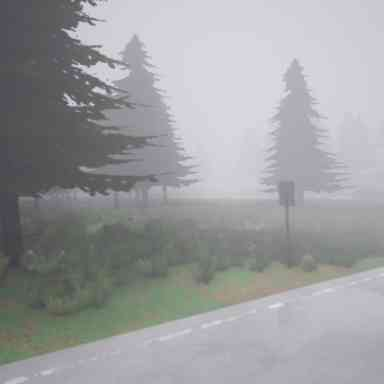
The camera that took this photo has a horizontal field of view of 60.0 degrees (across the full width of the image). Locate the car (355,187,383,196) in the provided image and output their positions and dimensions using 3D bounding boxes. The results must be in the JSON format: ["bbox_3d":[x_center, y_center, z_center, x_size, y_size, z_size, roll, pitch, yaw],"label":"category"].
[{"bbox_3d":[18.972,0.225,34.170,1.882,1.535,5.008,-4,2,-21],"label":"car"}]
